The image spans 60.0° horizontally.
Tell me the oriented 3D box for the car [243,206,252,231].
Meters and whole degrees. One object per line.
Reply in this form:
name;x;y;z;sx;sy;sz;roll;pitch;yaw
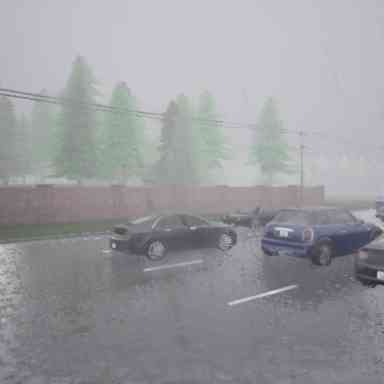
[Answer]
car;4.007;1.461;19.499;4.718;1.301;1.895;-1;0;-35

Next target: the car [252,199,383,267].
car;4.498;1.255;11.252;4.553;1.767;2.097;-1;0;-35

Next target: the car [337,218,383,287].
car;5.600;1.439;7.755;4.674;1.442;1.812;-1;0;-36

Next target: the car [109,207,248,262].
car;-0.511;1.443;11.979;4.892;1.490;1.837;-1;0;-35
